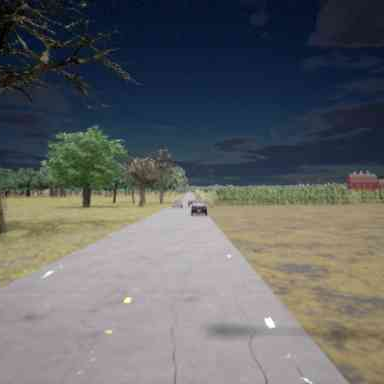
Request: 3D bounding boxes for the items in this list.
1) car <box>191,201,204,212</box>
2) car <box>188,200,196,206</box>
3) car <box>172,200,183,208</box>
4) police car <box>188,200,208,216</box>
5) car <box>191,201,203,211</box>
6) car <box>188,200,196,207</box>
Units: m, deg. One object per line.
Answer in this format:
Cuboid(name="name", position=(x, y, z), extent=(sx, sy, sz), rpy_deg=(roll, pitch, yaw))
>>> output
Cuboid(name="car", position=(0.801, 2.091, 49.423), extent=(1.801, 1.575, 5.366), rpy_deg=(0, -1, 0))
Cuboid(name="car", position=(-0.045, 2.918, 90.097), extent=(2.033, 1.411, 5.357), rpy_deg=(0, -1, 0))
Cuboid(name="car", position=(-2.807, 2.275, 64.611), extent=(2.097, 1.767, 4.553), rpy_deg=(0, -1, 1))
Cuboid(name="police car", position=(0.806, 1.899, 39.341), extent=(1.930, 1.638, 5.238), rpy_deg=(0, -1, 0))
Cuboid(name="car", position=(0.798, 2.217, 55.235), extent=(1.882, 1.535, 5.008), rpy_deg=(0, -1, 0))
Cuboid(name="car", position=(-0.037, 2.555, 75.097), extent=(1.837, 1.490, 4.892), rpy_deg=(0, -1, 0))
